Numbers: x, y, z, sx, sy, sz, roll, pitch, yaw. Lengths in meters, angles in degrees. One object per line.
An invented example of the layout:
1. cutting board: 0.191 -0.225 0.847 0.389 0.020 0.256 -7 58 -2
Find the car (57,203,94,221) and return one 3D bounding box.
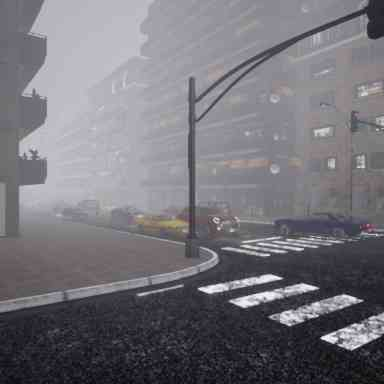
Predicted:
1. car: -11.925 2.163 33.829 1.887 1.381 4.507 -1 0 -36

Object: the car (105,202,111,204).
1. car: -12.433 2.290 49.555 1.801 1.575 5.366 0 -1 -36

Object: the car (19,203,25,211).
1. car: -31.942 2.769 61.290 1.887 1.381 4.507 -1 0 -36

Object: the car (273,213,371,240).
1. car: 6.855 1.773 17.994 4.718 1.301 1.895 -1 -1 43

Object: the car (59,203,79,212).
1. car: -20.548 2.572 55.341 1.994 1.385 4.181 0 -1 -36

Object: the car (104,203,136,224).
1. car: -5.666 1.976 29.655 2.128 1.511 4.902 0 -1 -37

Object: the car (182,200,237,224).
1. car: 1.450 1.713 29.643 2.192 1.841 5.009 -1 0 -36

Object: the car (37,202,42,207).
1. car: -35.241 3.049 79.986 1.887 1.381 4.507 -1 0 -36

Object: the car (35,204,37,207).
1. car: -38.572 3.167 84.565 1.947 1.339 4.313 -1 0 -36

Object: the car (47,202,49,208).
1. car: -28.574 2.623 70.833 2.192 1.841 5.009 -1 0 -36

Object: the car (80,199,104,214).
1. car: -15.007 2.063 47.829 2.150 2.045 5.566 0 -1 -36

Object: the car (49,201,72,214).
1. car: -18.441 2.441 47.303 1.994 1.385 4.181 0 -1 -36

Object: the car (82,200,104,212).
1. car: -16.458 2.307 55.013 2.097 1.767 4.553 0 -1 -36

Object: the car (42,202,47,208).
1. car: -31.904 2.972 75.409 1.947 1.339 4.313 -1 0 -36

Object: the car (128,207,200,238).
1. car: -1.817 1.832 19.961 1.752 1.417 4.829 -1 0 -36

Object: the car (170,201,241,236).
1. car: 0.927 1.634 20.606 2.097 1.767 4.553 0 -1 -36
